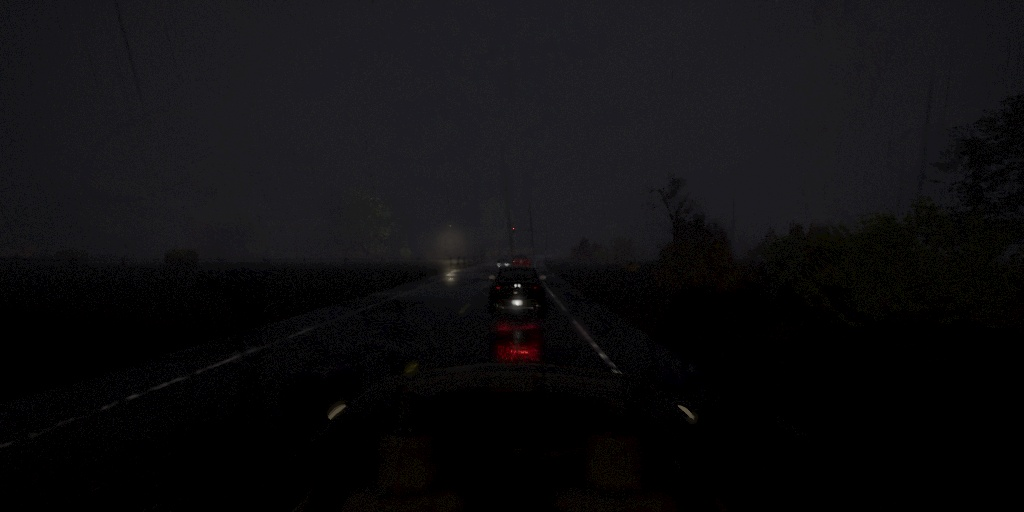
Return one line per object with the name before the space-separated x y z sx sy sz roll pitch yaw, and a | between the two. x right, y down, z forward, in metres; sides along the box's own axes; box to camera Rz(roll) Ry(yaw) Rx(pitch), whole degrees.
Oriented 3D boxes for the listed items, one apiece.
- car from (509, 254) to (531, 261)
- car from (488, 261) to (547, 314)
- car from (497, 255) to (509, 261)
car | 1.100 0.582 41.523 2.097 1.767 4.553 0 1 3
car | 0.202 1.108 13.023 1.837 1.490 4.892 0 1 1
car | -1.389 0.516 60.542 2.033 1.411 5.357 0 1 4
